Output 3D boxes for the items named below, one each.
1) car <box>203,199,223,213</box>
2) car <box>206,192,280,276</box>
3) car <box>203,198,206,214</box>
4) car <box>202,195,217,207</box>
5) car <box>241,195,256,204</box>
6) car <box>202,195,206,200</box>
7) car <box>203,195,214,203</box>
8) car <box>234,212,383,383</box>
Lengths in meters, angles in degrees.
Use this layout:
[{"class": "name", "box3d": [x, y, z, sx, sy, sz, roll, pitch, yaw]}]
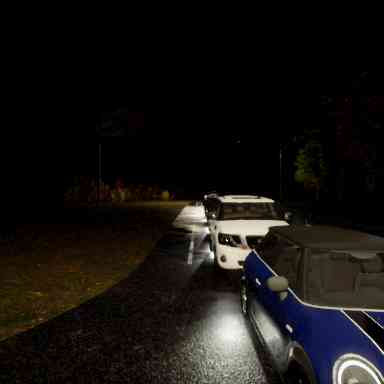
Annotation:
[{"class": "car", "box3d": [2.176, 1.414, 35.445, 1.895, 1.301, 4.718, 0, 0, 1]}, {"class": "car", "box3d": [1.699, 1.160, 10.514, 2.150, 2.045, 5.566, 0, 0, 1]}, {"class": "car", "box3d": [1.934, 1.380, 23.102, 1.837, 1.490, 4.892, 0, 0, 1]}, {"class": "car", "box3d": [2.460, 1.242, 48.071, 2.128, 1.511, 4.902, 0, 0, 2]}, {"class": "car", "box3d": [9.587, 1.233, 56.553, 1.812, 1.442, 4.674, 0, 0, 1]}, {"class": "car", "box3d": [2.055, 1.322, 29.357, 1.882, 1.535, 5.008, 0, 0, 1]}, {"class": "car", "box3d": [3.116, 1.238, 62.440, 1.994, 1.385, 4.181, 0, 0, 4]}, {"class": "car", "box3d": [1.937, 1.338, 4.168, 2.097, 1.767, 4.553, 0, 0, 0]}]
